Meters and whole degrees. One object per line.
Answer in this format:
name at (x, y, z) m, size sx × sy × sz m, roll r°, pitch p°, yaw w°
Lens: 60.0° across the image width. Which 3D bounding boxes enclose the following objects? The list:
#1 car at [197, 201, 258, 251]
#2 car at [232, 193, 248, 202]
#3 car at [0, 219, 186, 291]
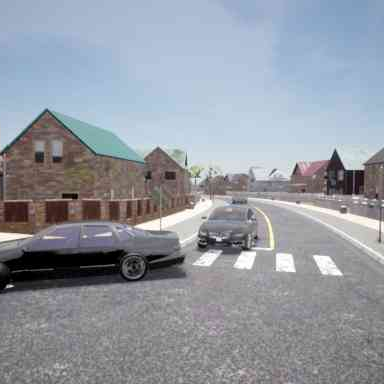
car at (1.605, 1.336, 13.515) m, size 1.837 × 1.490 × 4.892 m, roll 1°, pitch 1°, yaw 17°
car at (7.028, 0.929, 49.195) m, size 2.097 × 1.767 × 4.553 m, roll 0°, pitch 1°, yaw 3°
car at (-2.878, 1.433, 8.380) m, size 5.357 × 1.411 × 2.033 m, roll -1°, pitch 1°, yaw -14°
